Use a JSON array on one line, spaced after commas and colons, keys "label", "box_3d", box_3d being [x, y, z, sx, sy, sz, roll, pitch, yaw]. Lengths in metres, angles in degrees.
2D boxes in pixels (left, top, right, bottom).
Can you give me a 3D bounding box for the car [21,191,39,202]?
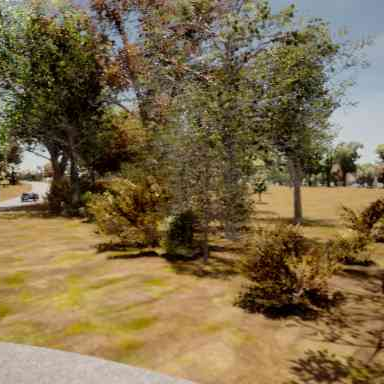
[{"label": "car", "box_3d": [-24.741, 0.637, 50.904, 2.128, 1.511, 4.902, -2, 3, -15]}]
